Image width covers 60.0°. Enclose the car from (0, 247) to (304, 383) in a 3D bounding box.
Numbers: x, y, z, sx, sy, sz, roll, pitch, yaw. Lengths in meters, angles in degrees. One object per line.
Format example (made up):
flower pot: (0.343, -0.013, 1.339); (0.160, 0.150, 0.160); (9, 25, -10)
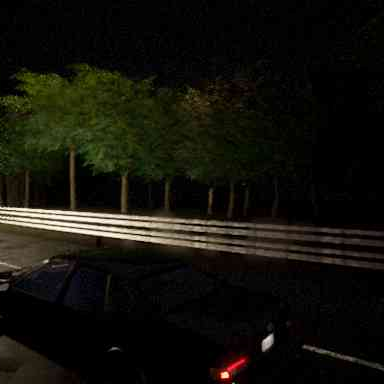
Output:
car: (-1.263, 1.548, 4.808); (5.357, 1.411, 2.033); (0, 0, 36)
